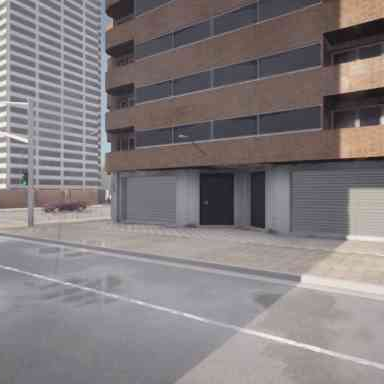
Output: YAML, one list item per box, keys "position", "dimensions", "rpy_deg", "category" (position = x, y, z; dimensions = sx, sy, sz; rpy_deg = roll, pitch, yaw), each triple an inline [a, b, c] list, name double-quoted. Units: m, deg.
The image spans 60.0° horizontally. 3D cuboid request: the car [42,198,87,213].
- position: [-14.101, 1.478, 36.878]
  dimensions: [1.882, 1.535, 5.008]
  rpy_deg: [0, 0, 35]
  category: "car"
